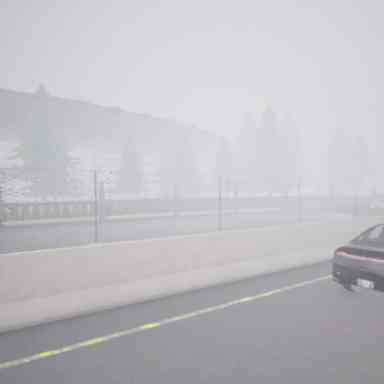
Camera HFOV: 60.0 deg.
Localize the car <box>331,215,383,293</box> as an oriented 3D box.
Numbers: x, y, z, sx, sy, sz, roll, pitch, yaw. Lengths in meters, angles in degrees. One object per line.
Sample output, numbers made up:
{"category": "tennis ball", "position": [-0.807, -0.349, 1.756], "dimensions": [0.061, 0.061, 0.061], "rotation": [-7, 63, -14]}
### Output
{"category": "car", "position": [5.100, 1.413, 7.371], "dimensions": [4.902, 1.511, 2.128], "rotation": [-1, 0, -35]}
